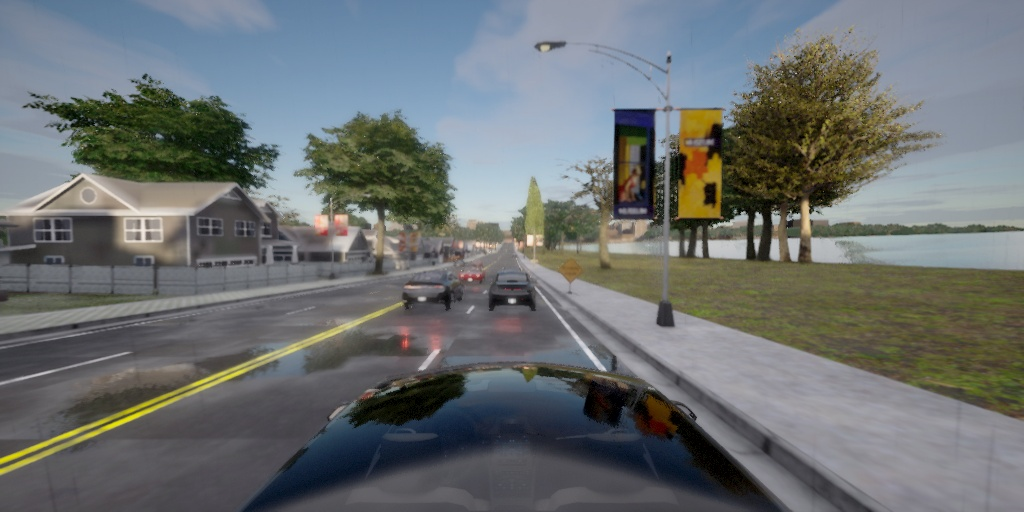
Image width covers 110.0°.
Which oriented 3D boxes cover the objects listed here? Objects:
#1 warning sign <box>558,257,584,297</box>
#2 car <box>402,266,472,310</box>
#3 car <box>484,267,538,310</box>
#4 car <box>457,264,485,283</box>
[{"bbox_3d":[2.854,0.998,17.788,1.300,1.860,1.060,0,0,0],"label":"warning sign"},{"bbox_3d":[-3.221,1.356,15.366,2.128,1.511,4.902,0,0,1],"label":"car"},{"bbox_3d":[0.028,1.370,15.355,1.837,1.490,4.892,0,0,1],"label":"car"},{"bbox_3d":[-3.222,1.571,30.090,1.895,1.301,4.718,0,0,1],"label":"car"}]
